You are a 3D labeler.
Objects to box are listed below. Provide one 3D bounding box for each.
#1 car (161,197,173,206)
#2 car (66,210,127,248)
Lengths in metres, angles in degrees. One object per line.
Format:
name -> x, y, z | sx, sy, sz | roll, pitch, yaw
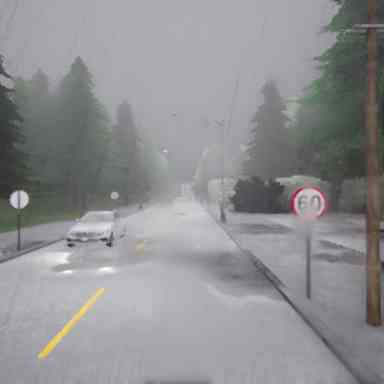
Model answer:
car -> -4.339, 1.649, 58.361 | 2.033, 1.411, 5.357 | 0, 0, 0
car -> -4.187, 1.569, 15.266 | 1.812, 1.442, 4.674 | 0, 0, 0
